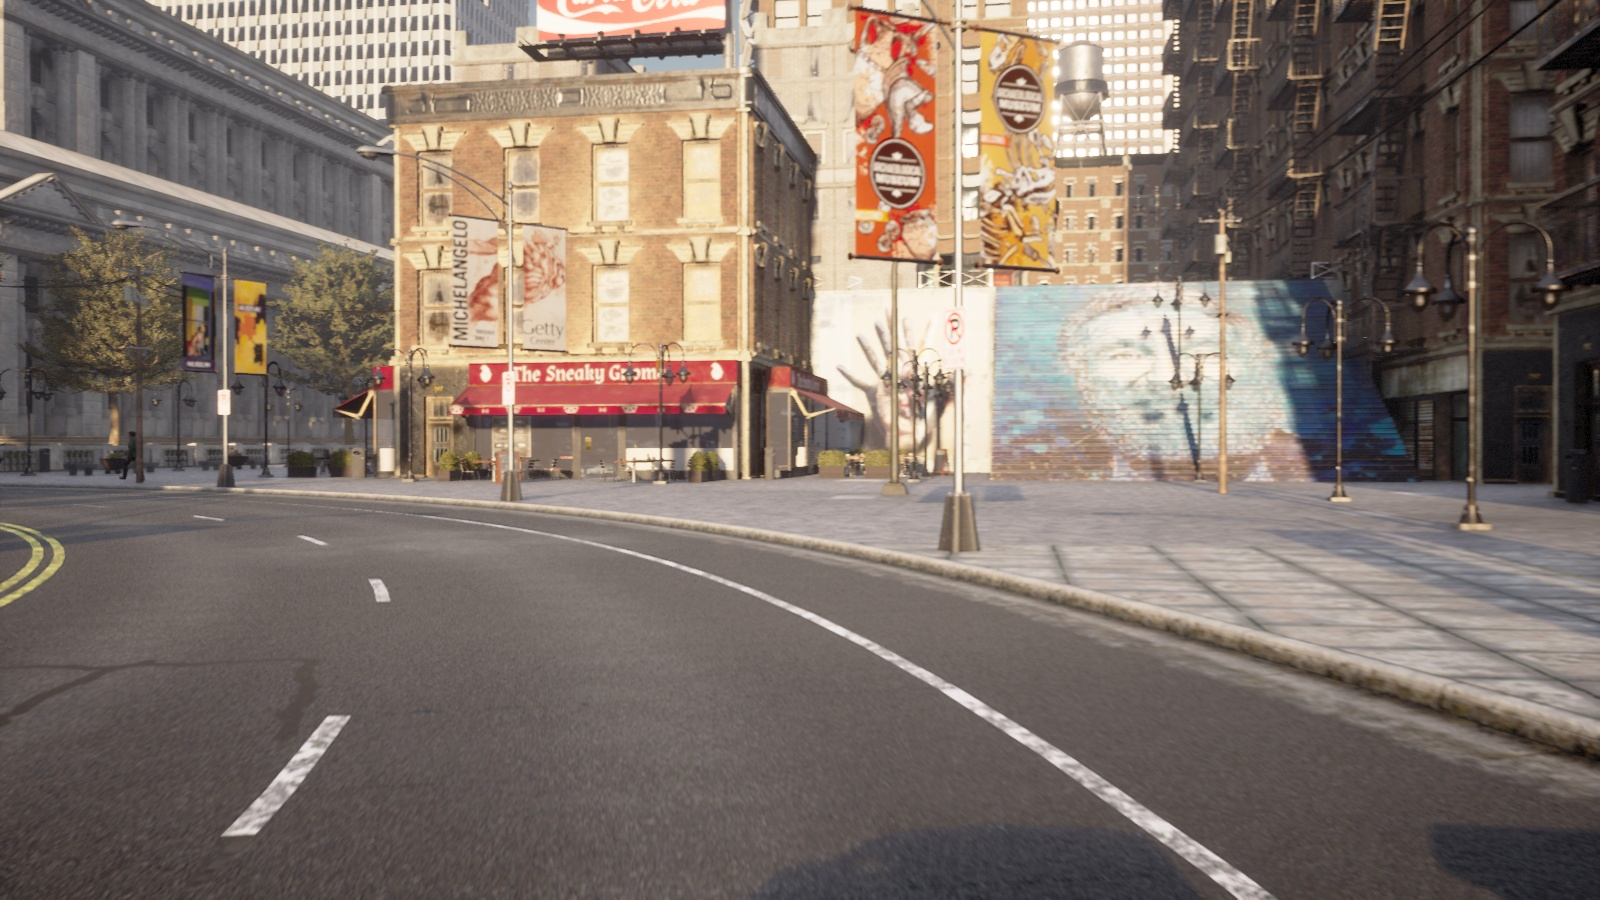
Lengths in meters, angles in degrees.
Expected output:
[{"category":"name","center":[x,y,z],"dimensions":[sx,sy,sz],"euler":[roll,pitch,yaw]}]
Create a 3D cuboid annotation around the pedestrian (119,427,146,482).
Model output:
[{"category":"pedestrian","center":[-23.649,0.153,44.488],"dimensions":[0.788,1.949,0.423],"euler":[0,0,17]}]
